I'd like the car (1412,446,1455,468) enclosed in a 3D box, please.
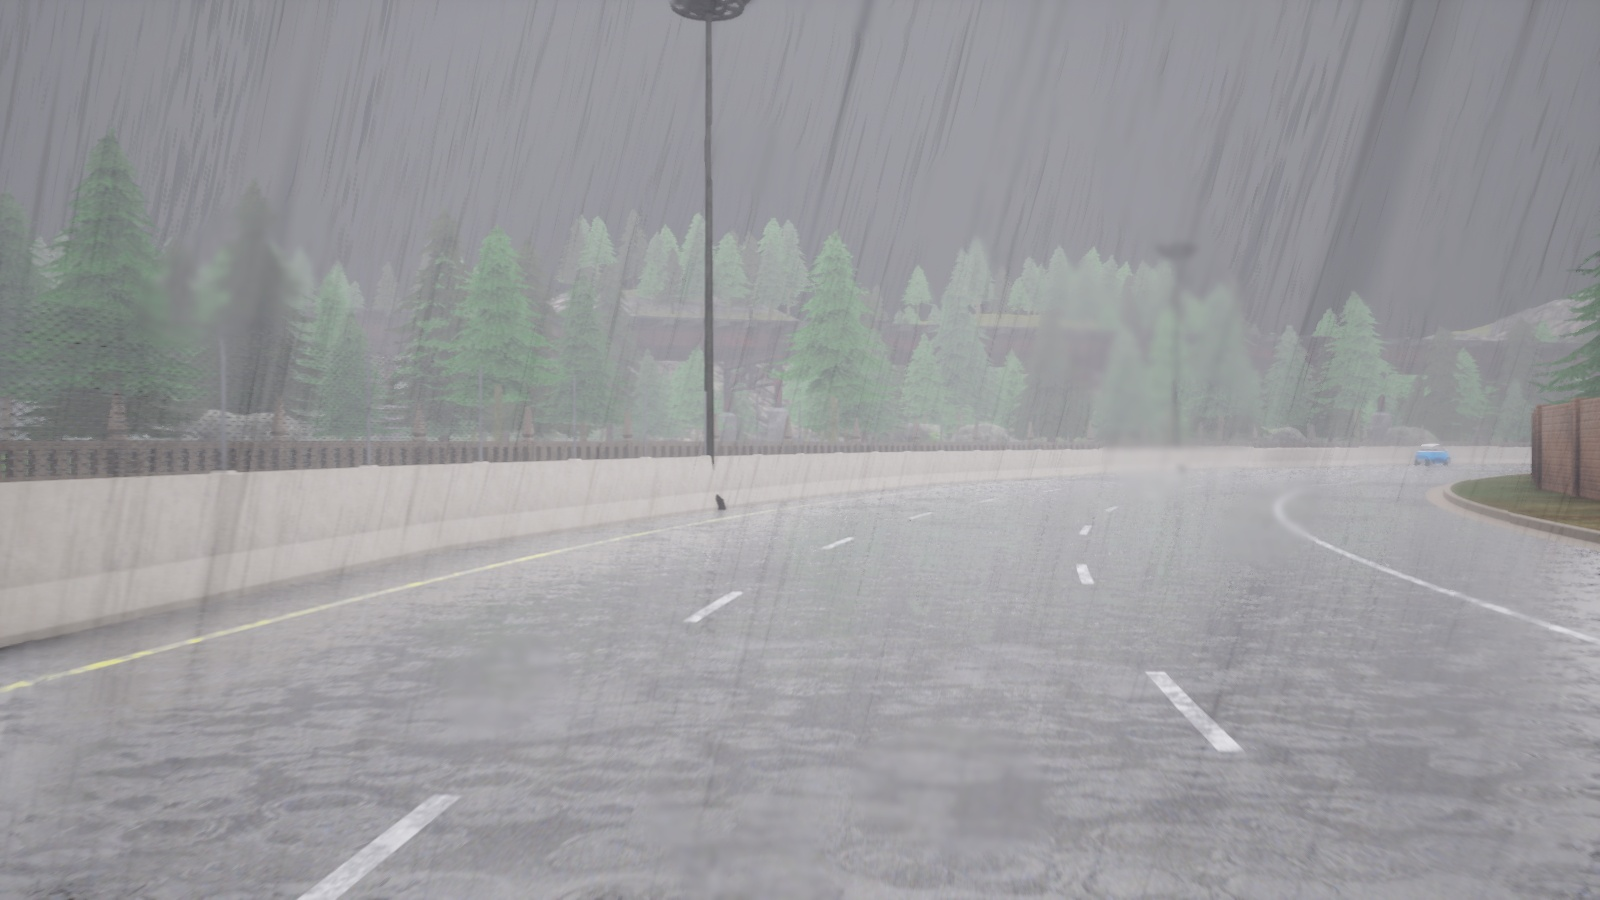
[{"bbox_3d":[39.055,0.420,77.397,2.207,1.376,1.481,-1,0,-34],"label":"car"}]
